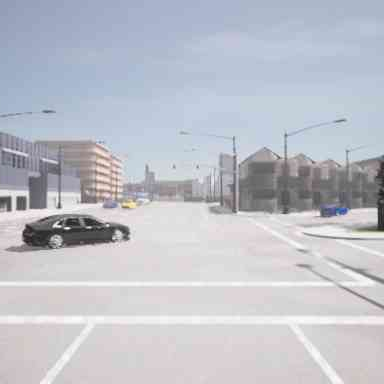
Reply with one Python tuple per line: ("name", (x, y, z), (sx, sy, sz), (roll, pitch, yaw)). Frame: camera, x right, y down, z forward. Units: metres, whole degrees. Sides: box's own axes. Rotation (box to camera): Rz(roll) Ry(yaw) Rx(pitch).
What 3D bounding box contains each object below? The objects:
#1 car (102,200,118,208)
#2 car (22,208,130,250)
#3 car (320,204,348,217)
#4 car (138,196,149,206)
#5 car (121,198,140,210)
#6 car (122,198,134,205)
("car", (-14.090, 2.194, 57.652), (1.812, 1.442, 4.674), (0, 0, 0))
("car", (-5.268, 1.783, 15.665), (4.892, 1.490, 1.837), (1, 2, -40))
("car", (17.462, 2.244, 40.743), (5.008, 1.535, 1.882), (1, -2, -45))
("car", (-10.524, 1.824, 71.483), (2.150, 2.045, 5.566), (0, 0, 0))
("car", (-10.599, 2.159, 55.880), (1.882, 1.535, 5.008), (0, 0, 0))
("car", (-14.024, 2.105, 73.200), (1.837, 1.490, 4.892), (0, 0, 0))
